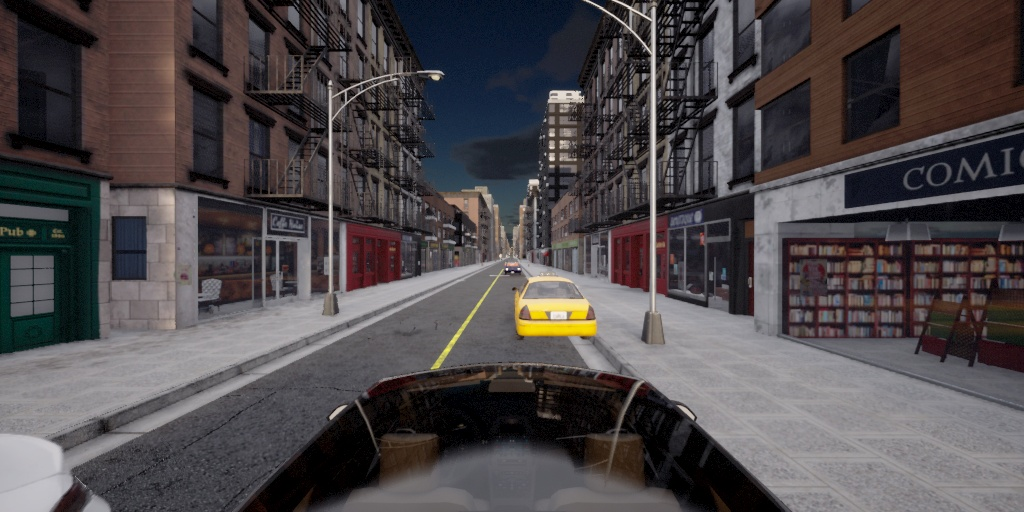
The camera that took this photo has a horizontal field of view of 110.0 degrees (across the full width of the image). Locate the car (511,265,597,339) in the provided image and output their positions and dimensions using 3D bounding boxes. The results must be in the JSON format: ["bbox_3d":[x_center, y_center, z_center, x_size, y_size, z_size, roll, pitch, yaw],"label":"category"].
[{"bbox_3d":[0.966,1.209,9.978,1.801,1.575,5.366,0,0,0],"label":"car"}]

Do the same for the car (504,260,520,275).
[{"bbox_3d":[0.093,1.387,39.066,1.895,1.301,4.718,0,0,0],"label":"car"}]
